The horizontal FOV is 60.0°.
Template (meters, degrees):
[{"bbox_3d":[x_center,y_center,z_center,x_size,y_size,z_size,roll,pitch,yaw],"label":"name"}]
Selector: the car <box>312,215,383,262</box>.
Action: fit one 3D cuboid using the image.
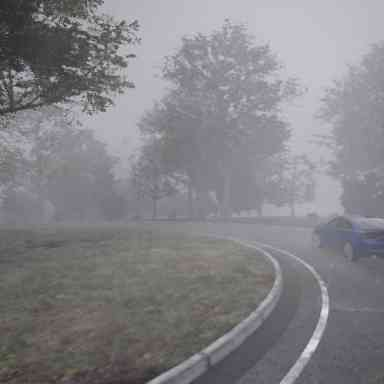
[{"bbox_3d":[6.296,1.624,12.799,1.882,1.535,5.008,0,-1,0],"label":"car"}]
